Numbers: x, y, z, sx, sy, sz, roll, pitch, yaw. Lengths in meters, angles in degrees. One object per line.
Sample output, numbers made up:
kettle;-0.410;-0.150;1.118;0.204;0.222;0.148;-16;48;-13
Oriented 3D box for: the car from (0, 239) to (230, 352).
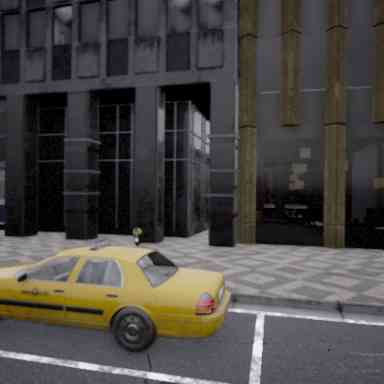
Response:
car;-1.807;1.499;5.663;4.829;1.417;1.752;1;0;13
